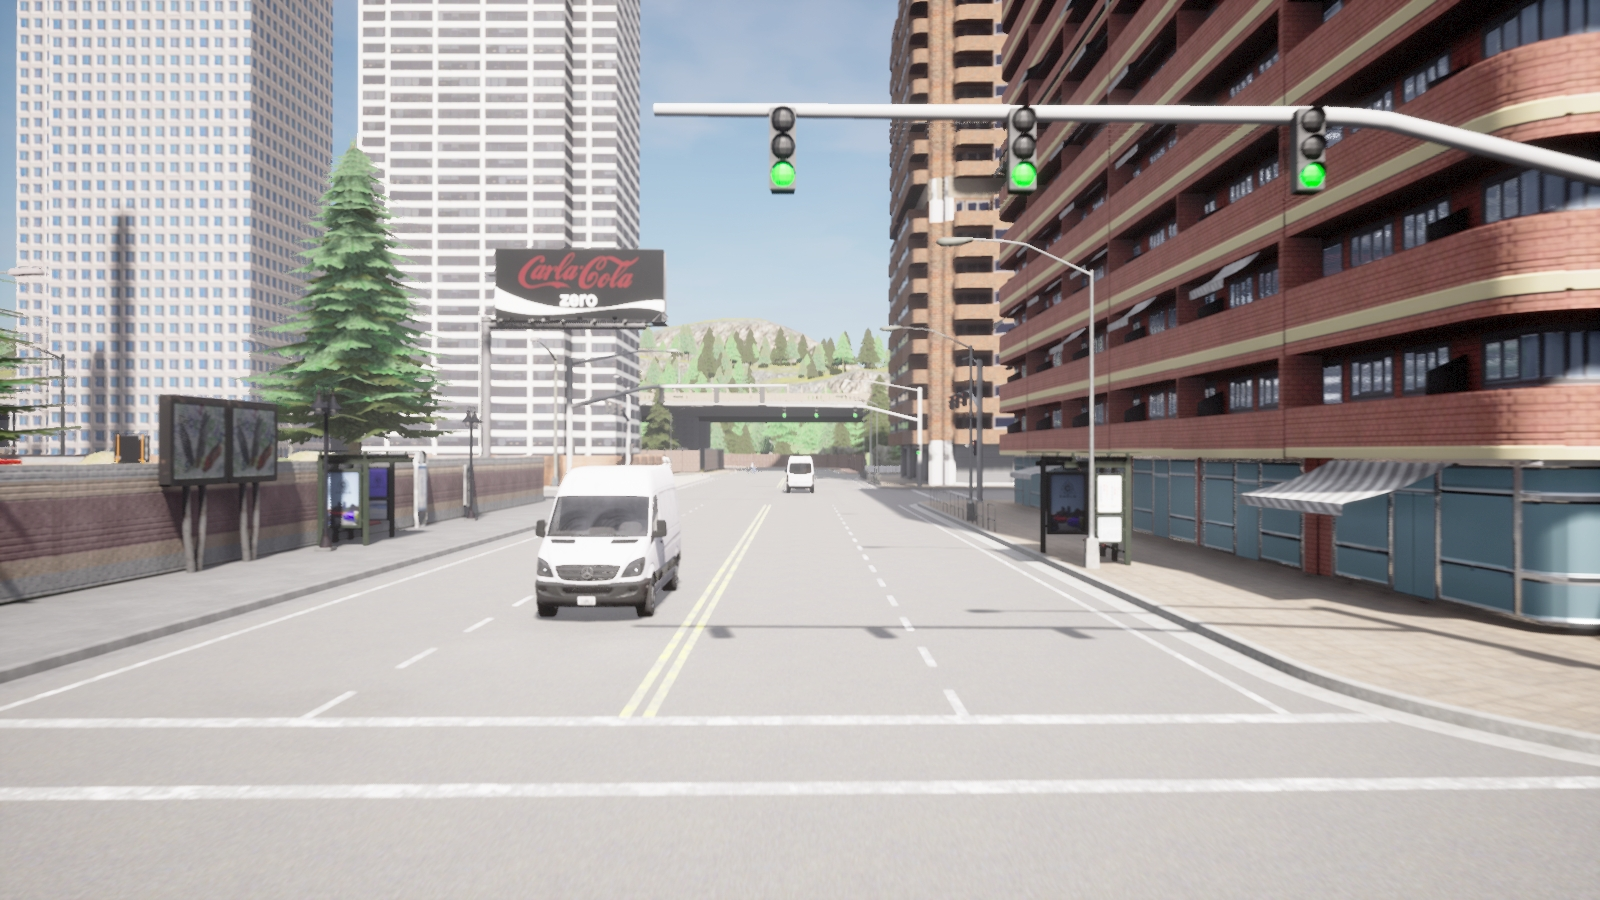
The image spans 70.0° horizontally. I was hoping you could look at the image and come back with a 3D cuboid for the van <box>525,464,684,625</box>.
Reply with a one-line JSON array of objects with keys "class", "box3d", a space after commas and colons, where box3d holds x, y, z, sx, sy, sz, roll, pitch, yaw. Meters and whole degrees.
[{"class": "van", "box3d": [-3.495, 1.582, 21.634, 1.988, 2.561, 5.915, 0, 0, 0]}]
